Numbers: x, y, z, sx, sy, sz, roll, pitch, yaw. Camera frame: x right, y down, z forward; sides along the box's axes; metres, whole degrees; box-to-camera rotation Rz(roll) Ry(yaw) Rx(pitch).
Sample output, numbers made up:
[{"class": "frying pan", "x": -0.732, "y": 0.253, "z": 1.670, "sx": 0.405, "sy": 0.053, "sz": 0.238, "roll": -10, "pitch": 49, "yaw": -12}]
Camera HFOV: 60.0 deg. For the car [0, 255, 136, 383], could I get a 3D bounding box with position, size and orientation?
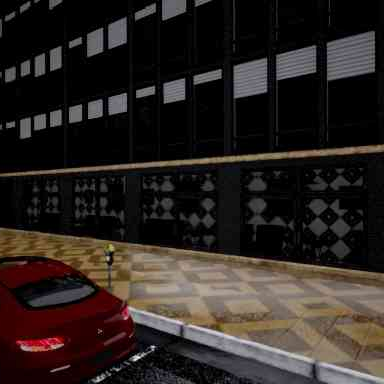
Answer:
[{"class": "car", "x": -2.627, "y": 1.582, "z": 4.701, "sx": 4.206, "sy": 1.307, "sz": 1.802, "roll": 0, "pitch": 0, "yaw": 35}]
